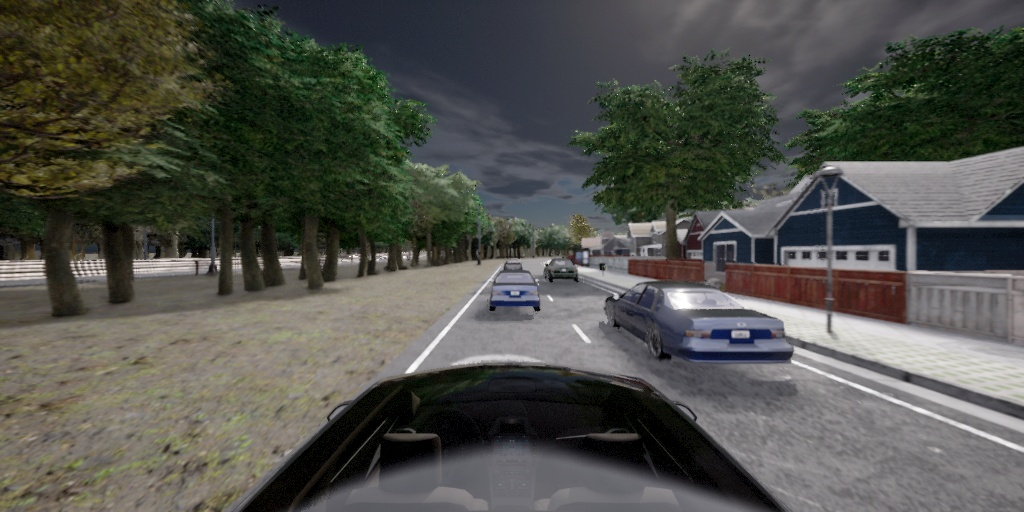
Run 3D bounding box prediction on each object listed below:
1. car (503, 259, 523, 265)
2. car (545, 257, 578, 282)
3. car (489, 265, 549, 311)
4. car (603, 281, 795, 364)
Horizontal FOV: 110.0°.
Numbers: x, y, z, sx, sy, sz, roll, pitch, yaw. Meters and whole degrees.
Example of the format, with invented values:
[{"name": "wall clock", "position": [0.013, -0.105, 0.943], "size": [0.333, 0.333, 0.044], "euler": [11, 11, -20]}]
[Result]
[{"name": "car", "position": [0.104, 1.041, 36.623], "size": [2.128, 1.511, 4.902], "euler": [0, 0, 0]}, {"name": "car", "position": [3.602, 0.973, 26.970], "size": [2.097, 1.767, 4.553], "euler": [0, 0, 0]}, {"name": "car", "position": [0.102, 1.243, 14.148], "size": [2.033, 1.411, 5.357], "euler": [0, 0, 0]}, {"name": "car", "position": [3.602, 1.272, 8.162], "size": [2.033, 1.411, 5.357], "euler": [0, 0, 0]}]
